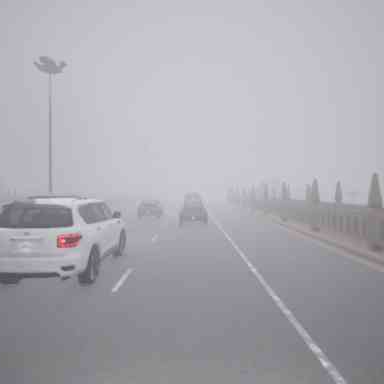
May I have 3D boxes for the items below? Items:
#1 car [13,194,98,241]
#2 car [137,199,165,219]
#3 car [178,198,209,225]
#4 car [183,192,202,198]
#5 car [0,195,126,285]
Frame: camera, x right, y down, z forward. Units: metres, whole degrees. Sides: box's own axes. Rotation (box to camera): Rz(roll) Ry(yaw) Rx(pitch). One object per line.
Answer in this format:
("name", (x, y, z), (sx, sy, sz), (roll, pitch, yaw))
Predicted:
("car", (-6.890, 1.145, 17.615), (2.150, 2.045, 5.566), (0, 0, 0))
("car", (-3.402, 1.370, 28.040), (2.128, 1.511, 4.902), (0, 0, 0))
("car", (0.099, 1.393, 22.769), (2.128, 1.511, 4.902), (0, 0, 0))
("car", (0.098, 1.044, 41.275), (2.150, 2.045, 5.566), (0, 0, 0))
("car", (-3.413, 1.180, 9.506), (2.150, 2.045, 5.566), (0, 0, 0))
